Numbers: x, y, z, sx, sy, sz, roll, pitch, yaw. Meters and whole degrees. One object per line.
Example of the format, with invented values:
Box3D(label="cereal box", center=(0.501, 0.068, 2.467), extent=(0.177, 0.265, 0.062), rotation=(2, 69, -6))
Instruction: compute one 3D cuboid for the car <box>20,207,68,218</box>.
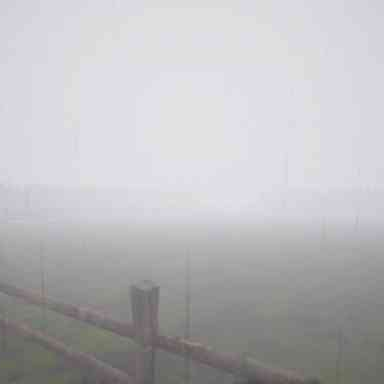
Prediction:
Box3D(label="car", center=(-16.451, 2.310, 37.128), extent=(1.895, 1.301, 4.718), rotation=(-1, -2, 36))

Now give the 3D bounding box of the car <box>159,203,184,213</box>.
Box3D(label="car", center=(-3.346, 2.570, 55.095), extent=(2.097, 1.767, 4.553), rotation=(-1, -2, 36))
